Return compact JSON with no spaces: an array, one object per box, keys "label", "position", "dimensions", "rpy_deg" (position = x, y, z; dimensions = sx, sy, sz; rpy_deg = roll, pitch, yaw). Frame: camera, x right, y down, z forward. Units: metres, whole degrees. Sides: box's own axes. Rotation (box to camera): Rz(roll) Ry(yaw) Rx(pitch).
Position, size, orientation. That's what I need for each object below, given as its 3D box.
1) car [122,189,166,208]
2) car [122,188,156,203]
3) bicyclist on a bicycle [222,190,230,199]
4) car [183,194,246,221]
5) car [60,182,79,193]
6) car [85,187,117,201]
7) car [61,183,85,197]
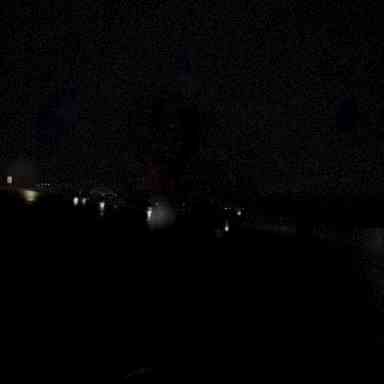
[{"label":"car","position":[-4.339,0.580,29.250],"dimensions":[2.033,1.411,5.357],"rpy_deg":[0,2,-36]},{"label":"car","position":[-5.838,0.354,36.408],"dimensions":[1.994,1.385,4.181],"rpy_deg":[0,2,-36]},{"label":"bicyclist on a bicycle","position":[2.898,0.647,29.417],"dimensions":[1.656,1.620,0.582],"rpy_deg":[0,2,-36]},{"label":"car","position":[1.329,0.886,21.319],"dimensions":[2.128,1.511,4.902],"rpy_deg":[0,2,-36]},{"label":"car","position":[-21.507,-0.788,58.331],"dimensions":[2.097,1.767,4.553],"rpy_deg":[0,2,-36]},{"label":"car","position":[-10.012,0.206,37.192],"dimensions":[1.812,1.442,4.674],"rpy_deg":[0,2,-35]},{"label":"car","position":[-16.019,-0.196,45.684],"dimensions":[2.128,1.511,4.902],"rpy_deg":[0,2,-34]}]
